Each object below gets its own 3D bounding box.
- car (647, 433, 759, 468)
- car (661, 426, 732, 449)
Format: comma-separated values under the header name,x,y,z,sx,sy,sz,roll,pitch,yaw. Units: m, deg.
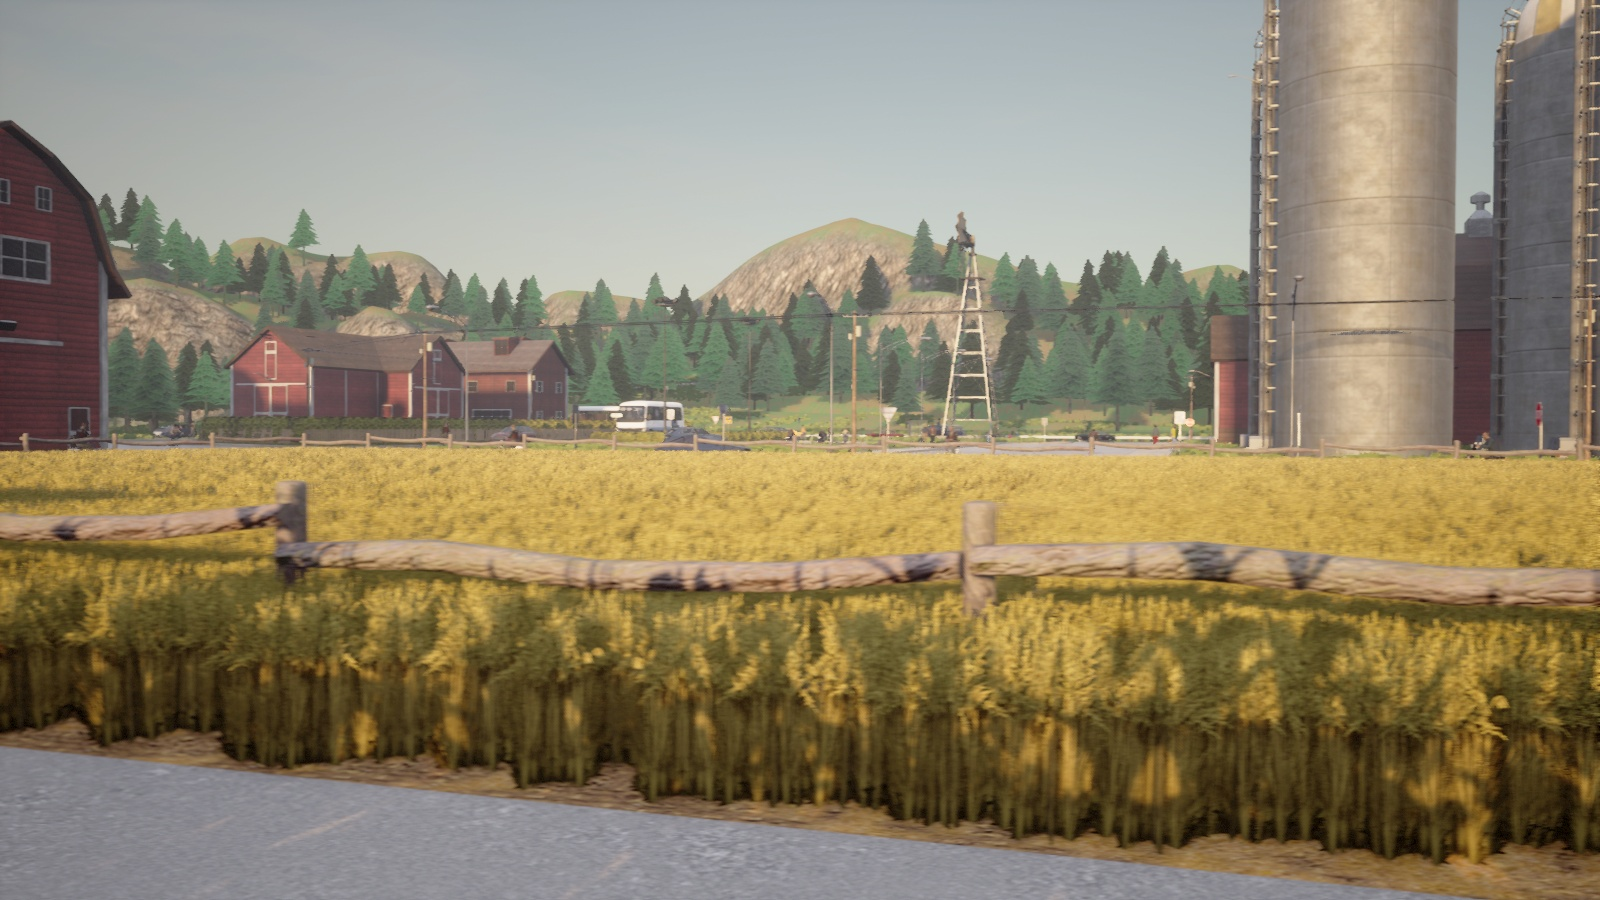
name,x,y,z,sx,sy,sz,roll,pitch,yaw
car,-4.044,-0.006,52.554,4.181,1.385,1.994,1,1,18
car,-7.693,-0.937,93.325,4.856,1.649,2.033,0,2,-20
